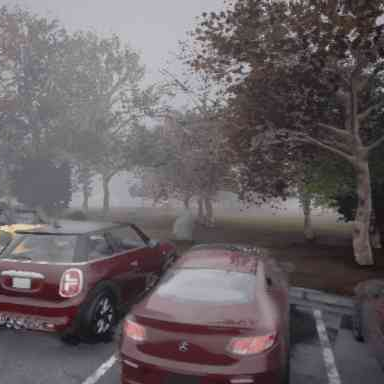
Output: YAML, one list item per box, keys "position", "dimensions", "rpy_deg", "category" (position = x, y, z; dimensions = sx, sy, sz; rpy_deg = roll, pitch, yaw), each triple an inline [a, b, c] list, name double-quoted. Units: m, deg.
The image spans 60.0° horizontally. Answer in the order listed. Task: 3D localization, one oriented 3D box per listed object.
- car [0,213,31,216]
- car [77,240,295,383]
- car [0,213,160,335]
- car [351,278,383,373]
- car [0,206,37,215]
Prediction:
- position: [-4.174, 1.487, 8.804]
  dimensions: [1.946, 1.575, 5.366]
  rpy_deg: [0, -1, 17]
  category: "car"
- position: [0.550, 1.528, 5.121]
  dimensions: [2.002, 1.452, 4.674]
  rpy_deg: [0, -1, 16]
  category: "car"
- position: [-1.851, 1.362, 6.840]
  dimensions: [2.185, 1.767, 4.553]
  rpy_deg: [0, -1, 17]
  category: "car"
- position: [2.955, 1.528, 3.393]
  dimensions: [2.002, 1.452, 4.674]
  rpy_deg: [0, -1, 16]
  category: "car"
- position: [-6.582, 1.362, 10.427]
  dimensions: [2.185, 1.767, 4.553]
  rpy_deg: [1, -1, 17]
  category: "car"
